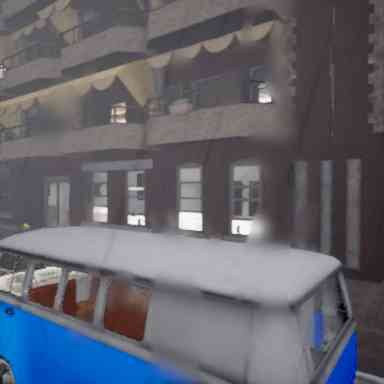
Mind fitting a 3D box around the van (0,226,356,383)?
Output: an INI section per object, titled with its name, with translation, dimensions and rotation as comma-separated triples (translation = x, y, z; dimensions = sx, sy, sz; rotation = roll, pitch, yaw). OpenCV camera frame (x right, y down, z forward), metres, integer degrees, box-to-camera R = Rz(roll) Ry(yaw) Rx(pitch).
[van]
translation = -0.545, 1.324, 3.262
dimensions = 3.998, 1.788, 1.690
rotation = 1, 0, 36
